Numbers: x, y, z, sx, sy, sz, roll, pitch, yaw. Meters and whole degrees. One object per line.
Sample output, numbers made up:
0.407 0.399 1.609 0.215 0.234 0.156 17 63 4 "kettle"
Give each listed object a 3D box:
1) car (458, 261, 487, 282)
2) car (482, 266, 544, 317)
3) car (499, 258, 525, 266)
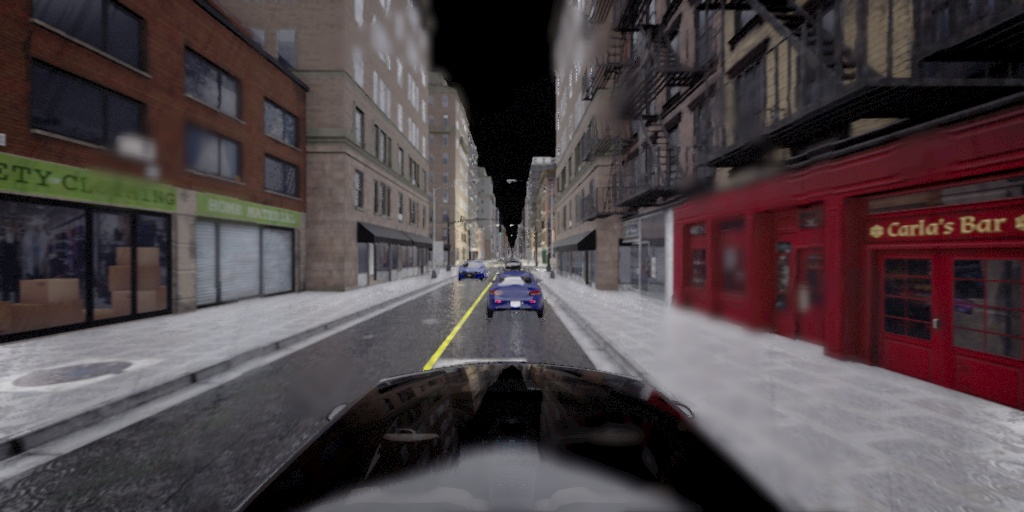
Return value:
-3.058 1.134 28.335 1.882 1.535 5.008 0 0 0 "car"
0.106 1.239 12.889 1.812 1.442 4.674 0 0 0 "car"
0.112 1.157 29.123 1.837 1.490 4.892 0 0 0 "car"
